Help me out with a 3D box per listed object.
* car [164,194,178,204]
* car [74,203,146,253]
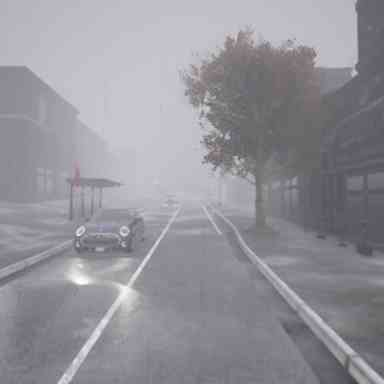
[{"bbox_3d":[-3.496,1.145,55.955,2.097,1.767,4.553,0,0,0],"label":"car"},{"bbox_3d":[-3.206,1.394,13.762,2.097,1.767,4.553,0,0,0],"label":"car"}]
